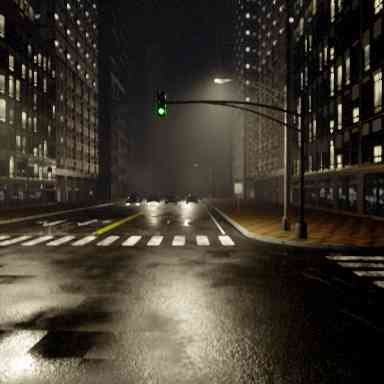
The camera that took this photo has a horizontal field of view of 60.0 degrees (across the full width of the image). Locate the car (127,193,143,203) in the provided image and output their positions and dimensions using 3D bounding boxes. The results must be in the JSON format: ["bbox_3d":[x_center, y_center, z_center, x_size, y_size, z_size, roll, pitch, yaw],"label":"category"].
[{"bbox_3d":[-9.739,0.967,56.869,2.097,1.767,4.553,0,0,0],"label":"car"}]

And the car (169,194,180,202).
[{"bbox_3d":[-3.238,1.151,62.672,1.994,1.385,4.181,0,0,0],"label":"car"}]

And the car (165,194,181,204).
[{"bbox_3d":[-3.240,1.186,52.254,2.033,1.411,5.357,0,0,0],"label":"car"}]

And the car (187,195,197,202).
[{"bbox_3d":[0.012,1.186,63.118,1.895,1.301,4.718,0,0,0],"label":"car"}]

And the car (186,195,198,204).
[{"bbox_3d":[0.010,1.184,52.670,2.033,1.411,5.357,0,0,0],"label":"car"}]

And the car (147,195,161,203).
[{"bbox_3d":[-6.489,1.179,56.840,1.994,1.385,4.181,0,0,0],"label":"car"}]
